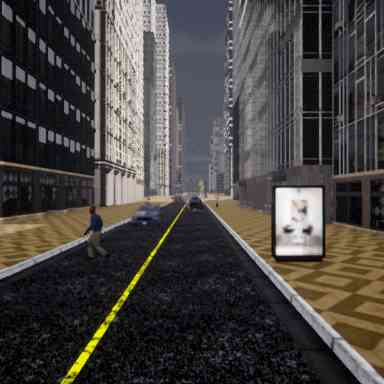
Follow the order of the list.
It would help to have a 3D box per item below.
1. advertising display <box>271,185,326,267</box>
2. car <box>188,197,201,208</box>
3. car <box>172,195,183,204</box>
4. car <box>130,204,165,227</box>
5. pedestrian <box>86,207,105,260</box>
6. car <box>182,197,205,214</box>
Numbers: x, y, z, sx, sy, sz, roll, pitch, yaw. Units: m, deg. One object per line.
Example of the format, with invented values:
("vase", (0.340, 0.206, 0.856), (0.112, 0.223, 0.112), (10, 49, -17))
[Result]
("advertising display", (3.198, 1.025, 10.038), (1.540, 2.440, 0.280), (0, 0, 0))
("car", (0.431, 1.500, 49.059), (1.837, 1.490, 4.892), (0, 0, 0))
("car", (-2.607, 1.344, 64.100), (2.097, 1.767, 4.553), (0, 0, 1))
("car", (-2.942, 1.546, 23.249), (2.033, 1.411, 5.357), (0, 0, 0))
("pedestrian", (-3.137, 1.292, 10.796), (0.375, 1.860, 0.375), (0, 0, -5))
("car", (0.342, 1.490, 35.753), (2.128, 1.511, 4.902), (0, 0, 0))
